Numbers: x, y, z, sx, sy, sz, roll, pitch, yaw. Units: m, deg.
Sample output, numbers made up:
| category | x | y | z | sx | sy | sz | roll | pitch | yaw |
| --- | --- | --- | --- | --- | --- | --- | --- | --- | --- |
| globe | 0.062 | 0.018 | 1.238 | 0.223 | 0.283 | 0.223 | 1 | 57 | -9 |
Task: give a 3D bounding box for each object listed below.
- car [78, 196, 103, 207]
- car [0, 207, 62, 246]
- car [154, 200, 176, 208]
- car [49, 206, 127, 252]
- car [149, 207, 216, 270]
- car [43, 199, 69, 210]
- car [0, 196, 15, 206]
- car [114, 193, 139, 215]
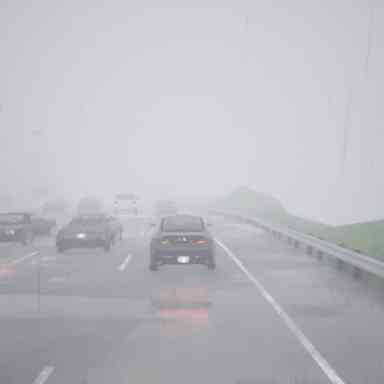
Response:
| category | x | y | z | sx | sy | sz | roll | pitch | yaw |
| --- | --- | --- | --- | --- | --- | --- | --- | --- | --- |
| car | -10.180 | 1.215 | 33.534 | 2.097 | 1.767 | 4.553 | 0 | 0 | -10 |
| car | -7.619 | 1.547 | 14.762 | 1.895 | 1.301 | 4.718 | 0 | 0 | -5 |
| car | -2.409 | 1.411 | 29.910 | 2.033 | 1.411 | 5.357 | 0 | 0 | -9 |
| car | -4.057 | 1.507 | 13.720 | 1.994 | 1.385 | 4.181 | 0 | 0 | -4 |
| car | -0.345 | 1.454 | 10.876 | 1.837 | 1.490 | 4.892 | 0 | 0 | -3 |
| car | -13.741 | 1.397 | 33.583 | 1.812 | 1.442 | 4.674 | 0 | 0 | -11 |
| car | -29.398 | 1.344 | 52.522 | 1.812 | 1.442 | 4.674 | 0 | 0 | -18 |
| car | -6.341 | 1.083 | 32.150 | 2.150 | 2.045 | 5.566 | 0 | 0 | -10 |
